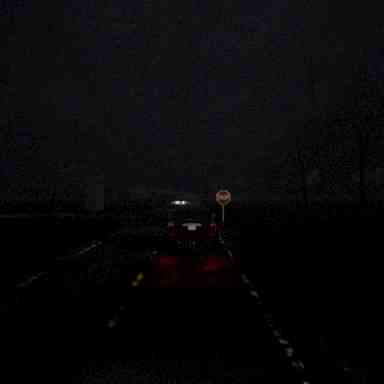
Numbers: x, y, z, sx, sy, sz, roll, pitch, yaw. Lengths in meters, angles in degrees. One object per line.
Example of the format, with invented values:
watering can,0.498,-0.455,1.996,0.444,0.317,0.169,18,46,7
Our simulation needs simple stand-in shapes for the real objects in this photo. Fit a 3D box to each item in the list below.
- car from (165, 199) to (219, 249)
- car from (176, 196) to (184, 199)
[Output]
car,0.000,1.370,14.623,2.097,1.767,4.553,0,0,0
car,-2.750,1.555,78.500,1.895,1.301,4.718,0,0,0
